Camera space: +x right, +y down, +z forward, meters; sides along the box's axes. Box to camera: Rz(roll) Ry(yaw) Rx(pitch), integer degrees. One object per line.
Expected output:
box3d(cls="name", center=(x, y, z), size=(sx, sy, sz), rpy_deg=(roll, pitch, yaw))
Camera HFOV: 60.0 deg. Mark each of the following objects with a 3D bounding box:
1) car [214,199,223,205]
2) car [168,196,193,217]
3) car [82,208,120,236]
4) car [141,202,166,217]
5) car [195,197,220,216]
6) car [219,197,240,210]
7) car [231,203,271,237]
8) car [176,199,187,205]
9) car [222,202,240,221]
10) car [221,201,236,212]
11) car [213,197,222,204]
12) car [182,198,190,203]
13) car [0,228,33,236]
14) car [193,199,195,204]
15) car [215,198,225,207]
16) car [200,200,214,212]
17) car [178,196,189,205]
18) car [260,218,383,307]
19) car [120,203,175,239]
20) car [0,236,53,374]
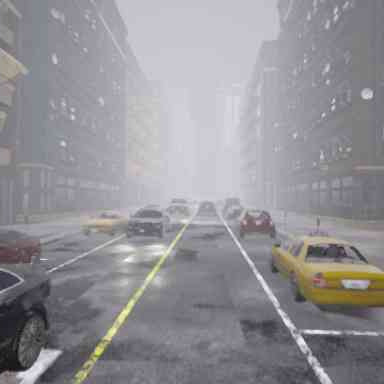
box3d(cls="car", center=(6.297, 2.339, 80.038), size=(1.887, 1.381, 4.507), rpy_deg=(2, 0, 3))
box3d(cls="car", center=(-1.389, 1.641, 36.533), size=(2.150, 2.045, 5.566), rpy_deg=(1, -1, 3))
box3d(cls="car", center=(-4.854, 1.661, 19.316), size=(1.752, 1.417, 4.829), rpy_deg=(2, 0, 3))
box3d(cls="car", center=(-4.091, 1.843, 36.089), size=(1.887, 1.381, 4.507), rpy_deg=(2, 0, 3))
box3d(cls="car", center=(1.755, 1.727, 38.043), size=(2.097, 1.767, 4.553), rpy_deg=(1, -1, 3))
box3d(cls="car", center=(4.981, 1.674, 42.178), size=(2.150, 2.045, 5.566), rpy_deg=(1, -1, 3))
box3d(cls="car", center=(3.531, 1.660, 19.157), size=(1.967, 1.590, 4.097), rpy_deg=(2, 0, 3))
box3d(cls="car", center=(-2.329, 2.212, 74.832), size=(2.008, 1.369, 4.403), rpy_deg=(2, 0, 3))
box3d(cls="car", center=(4.030, 1.910, 30.225), size=(1.802, 1.307, 4.206), rpy_deg=(2, 0, 3))
box3d(cls="car", center=(5.336, 2.037, 49.138), size=(1.812, 1.442, 4.674), rpy_deg=(1, -1, 3))
box3d(cls="car", center=(6.555, 2.160, 85.574), size=(2.192, 1.841, 5.009), rpy_deg=(2, 0, 3))
box3d(cls="car", center=(-1.581, 2.336, 91.266), size=(1.752, 1.417, 4.829), rpy_deg=(2, 0, 3))
box3d(cls="car", center=(-5.350, 1.609, 8.415), size=(1.802, 1.307, 4.206), rpy_deg=(2, -1, 3))
box3d(cls="car", center=(0.350, 2.219, 74.856), size=(1.895, 1.301, 4.718), rpy_deg=(1, -1, 3))
box3d(cls="car", center=(5.796, 2.133, 68.969), size=(1.967, 1.590, 4.097), rpy_deg=(2, 0, 3))
box3d(cls="car", center=(2.196, 1.948, 48.113), size=(1.882, 1.535, 5.008), rpy_deg=(1, 0, 3))
box3d(cls="car", center=(-2.070, 2.027, 80.368), size=(2.192, 1.841, 5.009), rpy_deg=(2, 0, 3))
box3d(cls="car", center=(3.032, 1.637, 8.257), size=(1.752, 1.417, 4.829), rpy_deg=(2, 0, 3))
box3d(cls="car", center=(-2.302, 1.633, 18.585), size=(1.882, 1.535, 5.008), rpy_deg=(1, 0, 3))
box3d(cls="car", center=(-3.018, 1.490, 2.942), size=(2.128, 1.511, 4.902), rpy_deg=(1, -1, 3))
